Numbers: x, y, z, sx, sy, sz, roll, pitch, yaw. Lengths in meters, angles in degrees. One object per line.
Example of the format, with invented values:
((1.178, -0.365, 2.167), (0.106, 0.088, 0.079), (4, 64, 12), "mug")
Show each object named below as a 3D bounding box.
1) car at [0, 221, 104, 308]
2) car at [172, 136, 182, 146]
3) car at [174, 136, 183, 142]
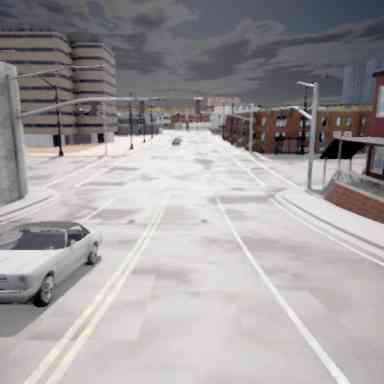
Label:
((-3.593, 1.437, 7.789), (1.895, 1.301, 4.718), (0, 3, 0), "car")
((-3.548, -11.119, 74.137), (1.837, 1.490, 4.892), (0, 12, 0), "car")
((-3.558, -14.342, 89.539), (2.033, 1.411, 5.357), (0, 12, 0), "car")
